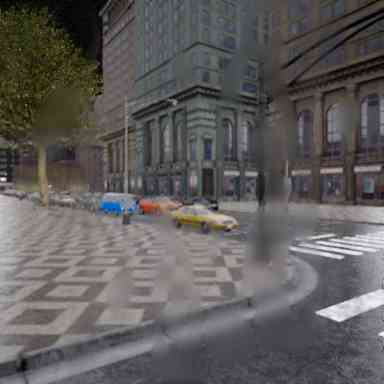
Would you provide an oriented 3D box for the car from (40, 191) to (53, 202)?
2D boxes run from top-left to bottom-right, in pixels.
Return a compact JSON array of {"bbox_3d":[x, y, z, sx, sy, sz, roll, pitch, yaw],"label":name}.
[{"bbox_3d":[-19.039,0.935,45.950,2.008,1.369,4.403,1,0,-35],"label":"car"}]

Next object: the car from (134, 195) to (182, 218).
[{"bbox_3d":[-2.528,1.061,27.124,2.097,1.767,4.553,0,1,-35],"label":"car"}]

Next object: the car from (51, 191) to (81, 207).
[{"bbox_3d":[-15.707,0.995,41.220,1.752,1.417,4.829,1,0,-35],"label":"car"}]

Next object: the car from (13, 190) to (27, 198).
[{"bbox_3d":[-35.215,0.427,68.910,1.967,1.590,4.097,1,0,-35],"label":"car"}]

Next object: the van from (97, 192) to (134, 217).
[{"bbox_3d":[-6.096,1.035,27.577,1.690,1.788,3.998,0,0,-35],"label":"van"}]

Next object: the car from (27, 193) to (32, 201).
[{"bbox_3d":[-25.510,0.774,55.134,2.008,1.369,4.403,1,0,-35],"label":"car"}]

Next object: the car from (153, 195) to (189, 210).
[{"bbox_3d":[-2.367,1.123,37.087,1.887,1.381,4.507,1,0,-35],"label":"car"}]

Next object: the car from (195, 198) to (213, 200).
[{"bbox_3d":[0.867,1.214,32.495,1.947,1.339,4.313,0,0,-35],"label":"car"}]

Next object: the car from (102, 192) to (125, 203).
[{"bbox_3d":[-12.072,0.780,50.865,1.967,1.590,4.097,1,0,-35],"label":"car"}]

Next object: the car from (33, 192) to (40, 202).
[{"bbox_3d":[-22.275,0.854,50.543,2.008,1.369,4.403,1,0,-35],"label":"car"}]

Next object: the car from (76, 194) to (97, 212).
[{"bbox_3d":[-9.333,1.174,32.170,2.008,1.369,4.403,1,0,-35],"label":"car"}]

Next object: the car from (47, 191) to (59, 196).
[{"bbox_3d":[-34.720,0.370,83.006,1.802,1.307,4.206,1,0,-35],"label":"car"}]

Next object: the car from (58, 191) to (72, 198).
[{"bbox_3d":[-28.249,0.486,73.823,1.887,1.381,4.507,1,0,-35],"label":"car"}]

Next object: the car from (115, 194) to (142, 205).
[{"bbox_3d":[-8.839,0.973,46.274,2.008,1.369,4.403,1,0,-35],"label":"car"}]

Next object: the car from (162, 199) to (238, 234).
[{"bbox_3d":[0.473,1.342,18.249,1.752,1.417,4.829,0,0,-35],"label":"car"}]

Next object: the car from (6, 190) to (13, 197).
[{"bbox_3d":[-41.686,0.273,78.094,1.967,1.590,4.097,1,0,-35],"label":"car"}]

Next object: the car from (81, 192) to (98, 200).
[{"bbox_3d":[-18.545,0.760,60.049,1.802,1.307,4.206,1,0,-35],"label":"car"}]

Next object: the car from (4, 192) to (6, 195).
[{"bbox_3d":[-44.922,0.197,82.687,1.967,1.590,4.097,1,0,-35],"label":"car"}]
